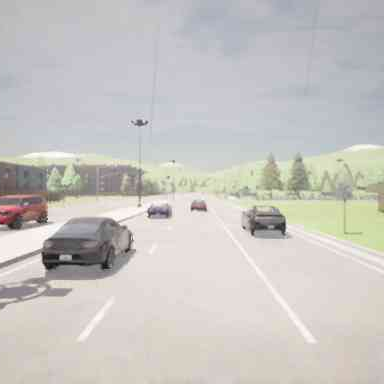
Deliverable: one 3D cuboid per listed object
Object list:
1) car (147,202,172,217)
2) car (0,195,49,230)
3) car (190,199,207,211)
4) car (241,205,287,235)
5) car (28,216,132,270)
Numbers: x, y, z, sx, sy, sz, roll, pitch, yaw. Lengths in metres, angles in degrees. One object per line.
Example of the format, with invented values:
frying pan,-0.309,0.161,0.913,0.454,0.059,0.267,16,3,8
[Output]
car,-2.871,1.594,30.571,1.895,1.301,4.718,0,0,1
car,-11.180,1.206,21.131,2.150,2.045,5.566,0,0,2
car,0.822,1.562,40.970,1.994,1.385,4.181,0,0,1
car,3.914,1.495,18.667,2.128,1.511,4.902,0,0,1
car,-3.202,1.520,10.840,1.812,1.442,4.674,0,0,1
